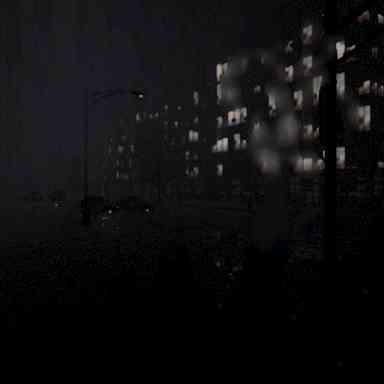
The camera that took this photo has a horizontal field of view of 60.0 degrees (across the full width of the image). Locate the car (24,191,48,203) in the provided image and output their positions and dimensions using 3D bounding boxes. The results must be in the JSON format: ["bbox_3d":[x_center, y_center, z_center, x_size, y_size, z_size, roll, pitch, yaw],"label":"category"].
[{"bbox_3d":[-21.184,0.640,44.493,1.812,1.442,4.674,0,1,-38],"label":"car"}]

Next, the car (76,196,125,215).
[{"bbox_3d":[-7.845,1.059,27.335,2.033,1.411,5.357,0,1,-38],"label":"car"}]

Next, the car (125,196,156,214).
[{"bbox_3d":[-5.284,1.050,29.335,2.033,1.411,5.357,0,1,-38],"label":"car"}]

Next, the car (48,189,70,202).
[{"bbox_3d":[-18.815,0.449,46.741,2.097,1.767,4.553,0,1,-38],"label":"car"}]
